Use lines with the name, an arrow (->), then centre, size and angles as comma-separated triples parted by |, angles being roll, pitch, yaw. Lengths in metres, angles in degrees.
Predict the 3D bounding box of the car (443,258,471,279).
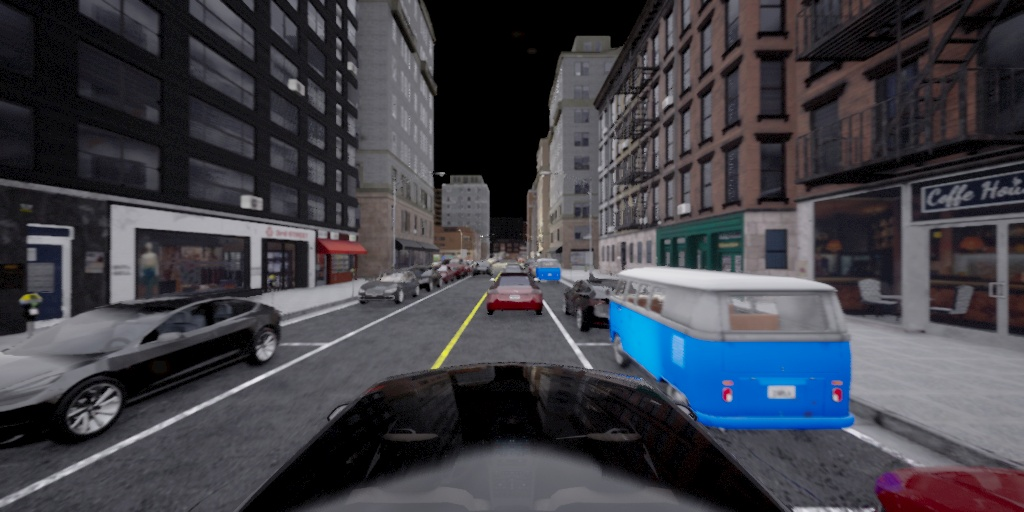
car -> -5.378, 1.082, 32.406 | 2.192, 1.841, 5.009 | 0, 0, 0

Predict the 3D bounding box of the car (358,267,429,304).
car -> -5.383, 1.309, 16.178 | 2.007, 1.370, 4.403 | 0, 0, 0

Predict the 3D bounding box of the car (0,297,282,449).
car -> -5.386, 1.318, 5.359 | 1.948, 1.339, 4.313 | 0, 0, 0

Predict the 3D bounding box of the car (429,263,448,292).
car -> -5.381, 1.327, 21.587 | 1.948, 1.339, 4.313 | 0, 0, 0

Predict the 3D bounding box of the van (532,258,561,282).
van -> 2.645, 1.105, 26.994 | 1.690, 1.789, 3.998 | 0, 0, 0

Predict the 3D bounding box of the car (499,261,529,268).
car -> 0.103, 1.329, 29.337 | 1.994, 1.385, 4.181 | 0, 0, 0

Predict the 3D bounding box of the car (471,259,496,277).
car -> -2.835, 1.274, 35.472 | 1.837, 1.490, 4.892 | 0, 0, 0

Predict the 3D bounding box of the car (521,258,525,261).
car -> 2.765, 1.130, 52.706 | 2.097, 1.767, 4.553 | 0, 0, 0

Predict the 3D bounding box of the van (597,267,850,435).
van -> 2.639, 1.093, 5.357 | 1.690, 1.789, 3.998 | 0, 0, 0

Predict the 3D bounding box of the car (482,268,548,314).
car -> 0.096, 1.321, 13.776 | 1.994, 1.385, 4.181 | 0, 0, 0

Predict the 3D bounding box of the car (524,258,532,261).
car -> 2.648, 1.210, 37.813 | 1.967, 1.591, 4.097 | 0, 0, 0

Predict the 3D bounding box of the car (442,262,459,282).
car -> -5.380, 1.346, 26.997 | 1.802, 1.307, 4.207 | 0, 0, 0

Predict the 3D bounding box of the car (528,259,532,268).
car -> 2.647, 1.292, 32.574 | 1.751, 1.417, 4.829 | 0, 0, 0

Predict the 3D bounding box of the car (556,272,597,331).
car -> 2.640, 1.321, 10.766 | 1.948, 1.339, 4.313 | 0, 0, 0
